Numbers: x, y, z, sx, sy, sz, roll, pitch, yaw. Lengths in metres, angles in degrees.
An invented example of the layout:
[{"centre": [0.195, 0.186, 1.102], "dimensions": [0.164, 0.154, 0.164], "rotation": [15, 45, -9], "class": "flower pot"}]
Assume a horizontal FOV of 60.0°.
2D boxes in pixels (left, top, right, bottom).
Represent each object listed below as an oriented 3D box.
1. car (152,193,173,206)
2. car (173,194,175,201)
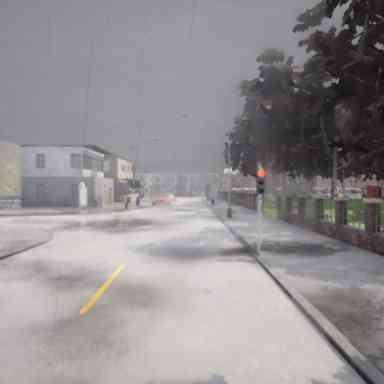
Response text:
[{"centre": [-4.074, 0.932, 44.331], "dimensions": [2.097, 1.767, 4.553], "rotation": [0, 0, 0], "class": "car"}, {"centre": [-4.031, 0.950, 60.702], "dimensions": [1.812, 1.442, 4.674], "rotation": [0, 1, 1], "class": "car"}]
